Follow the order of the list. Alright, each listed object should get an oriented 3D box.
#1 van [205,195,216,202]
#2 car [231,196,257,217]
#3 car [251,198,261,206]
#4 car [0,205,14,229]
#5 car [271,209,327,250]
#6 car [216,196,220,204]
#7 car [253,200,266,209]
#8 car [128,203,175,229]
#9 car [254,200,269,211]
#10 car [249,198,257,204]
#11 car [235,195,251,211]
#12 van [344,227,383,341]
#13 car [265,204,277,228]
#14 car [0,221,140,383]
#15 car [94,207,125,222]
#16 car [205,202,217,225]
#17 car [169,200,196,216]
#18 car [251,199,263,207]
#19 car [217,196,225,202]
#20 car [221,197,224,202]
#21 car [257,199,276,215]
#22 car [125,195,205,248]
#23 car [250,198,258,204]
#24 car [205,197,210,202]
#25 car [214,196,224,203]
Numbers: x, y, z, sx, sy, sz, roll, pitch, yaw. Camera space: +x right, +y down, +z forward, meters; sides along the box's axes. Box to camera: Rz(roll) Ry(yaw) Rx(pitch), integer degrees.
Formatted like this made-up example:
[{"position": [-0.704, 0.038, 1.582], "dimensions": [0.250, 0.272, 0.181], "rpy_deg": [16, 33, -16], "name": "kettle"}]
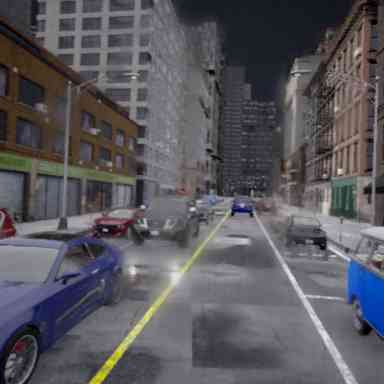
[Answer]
[{"position": [2.585, 1.494, 55.490], "dimensions": [1.690, 1.788, 3.998], "rpy_deg": [3, 0, 9], "name": "van"}, {"position": [5.216, 1.455, 34.476], "dimensions": [2.150, 2.045, 5.566], "rpy_deg": [2, 0, 9], "name": "car"}, {"position": [13.560, 2.119, 70.818], "dimensions": [1.887, 1.381, 4.507], "rpy_deg": [3, 0, 9], "name": "car"}, {"position": [-5.112, 1.126, 5.596], "dimensions": [2.192, 1.841, 5.009], "rpy_deg": [3, 0, 9], "name": "car"}, {"position": [5.006, 1.755, 15.382], "dimensions": [2.008, 1.369, 4.403], "rpy_deg": [3, 0, 9], "name": "car"}, {"position": [3.435, 1.629, 61.034], "dimensions": [1.967, 1.590, 4.097], "rpy_deg": [3, 0, 9], "name": "car"}, {"position": [10.992, 2.050, 54.187], "dimensions": [1.802, 1.307, 4.206], "rpy_deg": [3, 0, 9], "name": "car"}, {"position": [-2.559, 1.493, 22.228], "dimensions": [1.947, 1.339, 4.313], "rpy_deg": [3, 0, 9], "name": "car"}, {"position": [10.138, 1.976, 48.643], "dimensions": [1.887, 1.381, 4.507], "rpy_deg": [3, 0, 9], "name": "car"}, {"position": [16.126, 2.221, 87.449], "dimensions": [1.887, 1.381, 4.507], "rpy_deg": [3, 0, 9], "name": "car"}, {"position": [7.342, 1.548, 48.323], "dimensions": [2.150, 2.045, 5.566], "rpy_deg": [2, 0, 8], "name": "car"}, {"position": [3.306, 1.468, 4.296], "dimensions": [1.690, 1.788, 3.998], "rpy_deg": [3, 0, 9], "name": "van"}, {"position": [5.889, 1.769, 21.094], "dimensions": [1.752, 1.417, 4.829], "rpy_deg": [3, 0, 9], "name": "car"}, {"position": [-2.486, 1.435, 5.290], "dimensions": [1.812, 1.442, 4.674], "rpy_deg": [2, 0, 9], "name": "car"}, {"position": [-3.413, 1.433, 16.683], "dimensions": [1.887, 1.381, 4.507], "rpy_deg": [3, 0, 9], "name": "car"}, {"position": [0.588, 1.650, 25.196], "dimensions": [1.895, 1.301, 4.718], "rpy_deg": [2, 0, 10], "name": "car"}, {"position": [-0.848, 1.569, 33.315], "dimensions": [1.947, 1.339, 4.313], "rpy_deg": [3, 0, 9], "name": "car"}, {"position": [12.704, 2.105, 65.274], "dimensions": [1.947, 1.339, 4.313], "rpy_deg": [3, 0, 9], "name": "car"}, {"position": [7.707, 1.905, 88.751], "dimensions": [1.887, 1.381, 4.507], "rpy_deg": [3, 0, 9], "name": "car"}, {"position": [5.140, 1.809, 72.121], "dimensions": [2.008, 1.369, 4.403], "rpy_deg": [3, 0, 9], "name": "car"}, {"position": [8.439, 1.672, 37.556], "dimensions": [2.192, 1.841, 5.009], "rpy_deg": [3, 0, 9], "name": "car"}, {"position": [-0.950, 1.201, 15.170], "dimensions": [2.150, 2.045, 5.566], "rpy_deg": [2, 0, 9], "name": "car"}, {"position": [15.269, 2.224, 81.905], "dimensions": [1.802, 1.307, 4.206], "rpy_deg": [3, 0, 9], "name": "car"}, {"position": [0.862, 1.660, 44.401], "dimensions": [1.802, 1.307, 4.206], "rpy_deg": [3, 0, 9], "name": "car"}, {"position": [6.851, 1.877, 83.208], "dimensions": [2.008, 1.369, 4.403], "rpy_deg": [3, 0, 9], "name": "car"}]
